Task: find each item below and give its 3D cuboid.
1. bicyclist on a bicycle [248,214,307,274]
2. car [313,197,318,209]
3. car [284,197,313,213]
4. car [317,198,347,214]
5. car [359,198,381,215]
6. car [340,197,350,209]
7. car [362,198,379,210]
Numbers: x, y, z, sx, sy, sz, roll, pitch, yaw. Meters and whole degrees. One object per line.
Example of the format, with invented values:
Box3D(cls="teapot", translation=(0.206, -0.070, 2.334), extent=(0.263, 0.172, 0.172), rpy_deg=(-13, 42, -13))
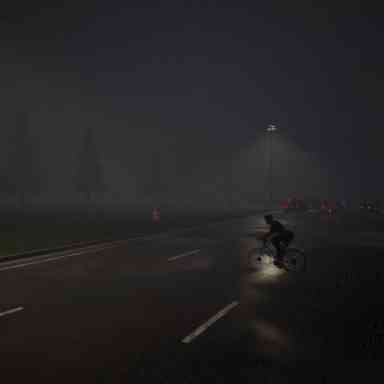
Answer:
Box3D(cls="bicyclist on a bicycle", translation=(2.328, 1.455, 9.277), extent=(1.656, 1.620, 0.582), rpy_deg=(-3, -1, 29))
Box3D(cls="car", translation=(16.609, 1.505, 45.657), extent=(1.837, 1.490, 4.892), rpy_deg=(0, 0, 30))
Box3D(cls="car", translation=(11.453, 1.547, 36.344), extent=(2.033, 1.411, 5.357), rpy_deg=(0, 0, 29))
Box3D(cls="car", translation=(15.076, 1.601, 35.643), extent=(1.895, 1.301, 4.718), rpy_deg=(0, 0, 29))
Box3D(cls="car", translation=(18.146, 1.547, 33.962), extent=(2.033, 1.411, 5.357), rpy_deg=(0, 0, 30))
Box3D(cls="car", translation=(19.898, 1.477, 44.357), extent=(1.882, 1.535, 5.008), rpy_deg=(0, 0, 30))
Box3D(cls="car", translation=(23.203, 1.505, 43.089), extent=(1.837, 1.490, 4.892), rpy_deg=(0, 0, 30))
